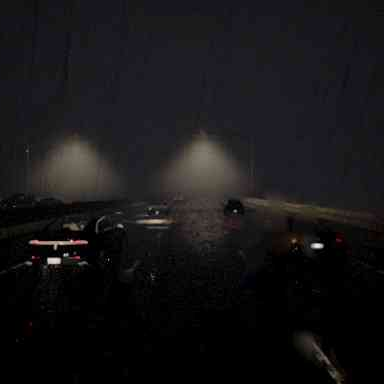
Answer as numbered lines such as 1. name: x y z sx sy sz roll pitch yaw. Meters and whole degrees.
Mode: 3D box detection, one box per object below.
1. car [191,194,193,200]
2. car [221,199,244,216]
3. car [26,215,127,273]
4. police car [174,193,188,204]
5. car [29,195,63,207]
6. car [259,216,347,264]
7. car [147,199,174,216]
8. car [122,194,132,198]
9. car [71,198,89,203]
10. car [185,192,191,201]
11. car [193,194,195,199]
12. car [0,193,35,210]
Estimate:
1. car: -1.483 1.361 82.835 1.801 1.575 5.366 0 0 3
2. car: 3.922 1.434 32.218 1.837 1.490 4.892 0 0 1
3. car: -3.356 1.463 10.551 2.128 1.511 4.902 0 0 0
4. police car: -2.410 1.409 60.728 2.038 1.542 4.974 0 0 2
5. car: -17.110 1.416 39.855 1.837 1.490 4.892 0 0 1
6. car: 3.652 1.535 11.662 1.994 1.385 4.181 0 0 0
7. car: -3.082 1.527 32.187 1.895 1.301 4.718 0 0 1
8. car: -15.620 1.030 80.272 1.812 1.442 4.674 0 0 3
9. car: -13.589 1.474 40.669 1.994 1.385 4.181 0 0 1
10. car: -1.985 1.123 71.718 2.150 2.045 5.566 0 0 2
11. car: -0.929 1.438 93.598 1.812 1.442 4.674 0 0 3
12. car: -20.618 1.129 39.669 2.150 2.045 5.566 0 0 2
